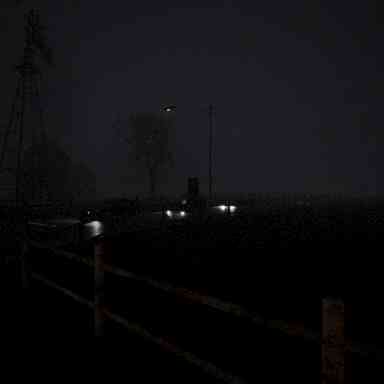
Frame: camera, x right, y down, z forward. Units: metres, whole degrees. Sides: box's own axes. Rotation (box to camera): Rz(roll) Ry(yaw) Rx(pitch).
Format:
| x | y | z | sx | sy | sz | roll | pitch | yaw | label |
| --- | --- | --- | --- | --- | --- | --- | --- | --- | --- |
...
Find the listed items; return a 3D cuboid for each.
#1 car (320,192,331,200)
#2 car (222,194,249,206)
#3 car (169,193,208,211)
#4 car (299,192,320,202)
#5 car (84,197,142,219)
| x | y | z | sx | sy | sz | roll | pitch | yaw | label |
| --- | --- | --- | --- | --- | --- | --- | --- | --- | --- |
| 24.746 | 0.706 | 62.554 | 1.994 | 1.385 | 4.181 | 1 | 2 | 36 | car |
| 5.458 | 0.999 | 41.742 | 1.994 | 1.385 | 4.181 | 1 | 2 | 35 | car |
| -0.318 | 0.918 | 33.597 | 2.097 | 1.767 | 4.553 | 1 | 2 | 35 | car |
| 18.947 | 0.796 | 54.371 | 1.812 | 1.442 | 4.674 | 1 | 2 | 35 | car |
| -5.962 | 1.200 | 25.647 | 1.837 | 1.490 | 4.892 | 1 | 2 | 35 | car |
